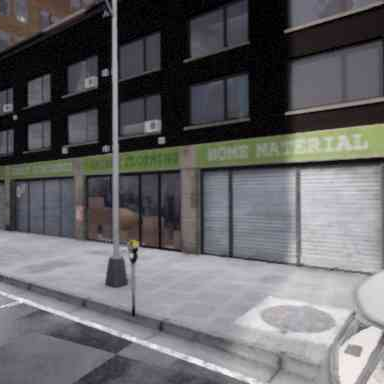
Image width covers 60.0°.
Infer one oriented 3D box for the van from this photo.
[{"bbox_3d":[2.429,1.334,1.121,3.998,1.788,1.690,0,0,35],"label":"van"}]
